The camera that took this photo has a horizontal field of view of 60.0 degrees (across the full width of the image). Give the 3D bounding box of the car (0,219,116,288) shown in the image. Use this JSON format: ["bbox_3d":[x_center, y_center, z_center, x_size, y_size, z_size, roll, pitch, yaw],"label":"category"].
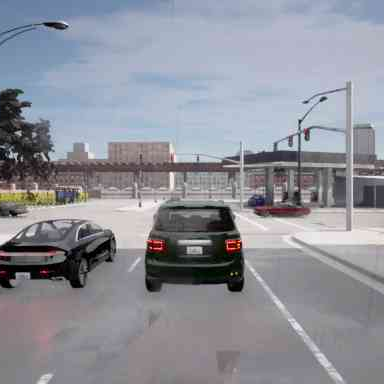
[{"bbox_3d":[-3.436,1.492,9.194,2.128,1.511,4.902,0,0,0],"label":"car"}]

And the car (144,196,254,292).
[{"bbox_3d":[0.069,1.221,9.112,2.150,2.045,5.566,0,0,0],"label":"car"}]

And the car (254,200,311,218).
[{"bbox_3d":[7.798,1.601,29.186,4.718,1.301,1.895,0,0,1],"label":"car"}]

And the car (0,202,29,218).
[{"bbox_3d":[-17.344,1.547,29.276,5.357,1.411,2.033,0,0,0],"label":"car"}]

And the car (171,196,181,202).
[{"bbox_3d":[-3.630,1.552,74.542,1.994,1.385,4.181,0,0,0],"label":"car"}]

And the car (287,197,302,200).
[{"bbox_3d":[15.368,1.456,50.073,1.970,1.475,3.806,0,0,0],"label":"car"}]

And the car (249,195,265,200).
[{"bbox_3d":[9.624,1.295,49.301,2.242,1.667,4.611,0,0,0],"label":"car"}]
